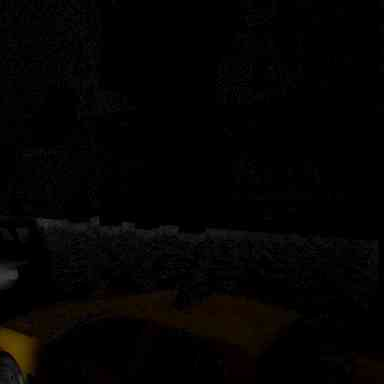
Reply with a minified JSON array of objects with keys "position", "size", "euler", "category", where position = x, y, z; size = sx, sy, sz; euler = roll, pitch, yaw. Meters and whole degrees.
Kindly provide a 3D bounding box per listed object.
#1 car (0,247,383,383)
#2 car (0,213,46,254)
[{"position":[-0.211,1.524,3.112],"size":[4.829,1.417,1.752],"euler":[0,0,36],"category":"car"},{"position":[-4.634,1.314,6.265],"size":[5.009,1.841,2.192],"euler":[0,0,36],"category":"car"}]
